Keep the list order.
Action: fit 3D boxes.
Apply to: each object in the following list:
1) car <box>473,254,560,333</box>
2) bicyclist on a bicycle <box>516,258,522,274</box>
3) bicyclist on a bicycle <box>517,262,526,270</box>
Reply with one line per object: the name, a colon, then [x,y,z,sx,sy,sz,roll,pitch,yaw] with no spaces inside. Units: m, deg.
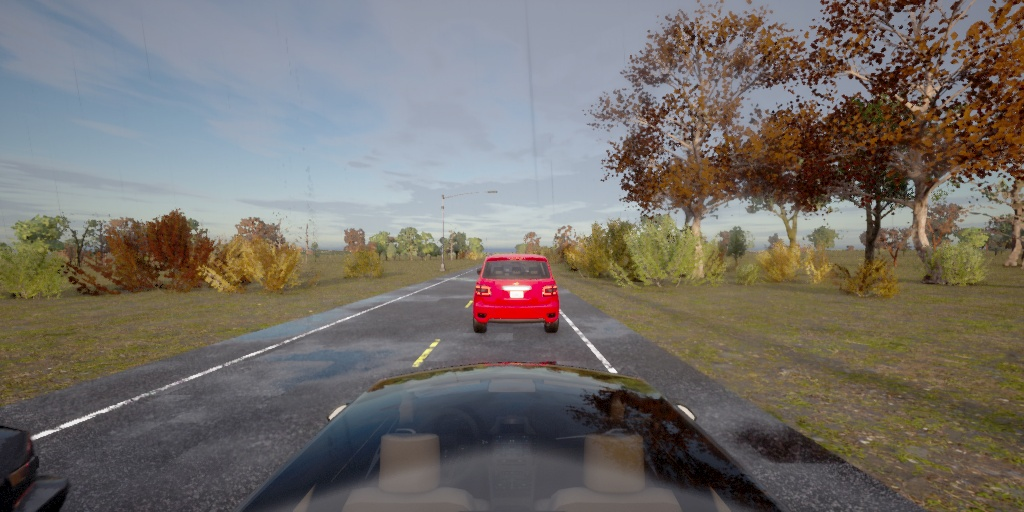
car: [0.084,0.968,10.842,2.150,2.045,5.566,0,0,-1]
bicyclist on a bicycle: [0.807,1.107,40.033,0.659,1.776,1.843,0,0,0]
bicyclist on a bicycle: [0.876,1.110,30.021,0.659,1.776,1.843,0,0,0]
